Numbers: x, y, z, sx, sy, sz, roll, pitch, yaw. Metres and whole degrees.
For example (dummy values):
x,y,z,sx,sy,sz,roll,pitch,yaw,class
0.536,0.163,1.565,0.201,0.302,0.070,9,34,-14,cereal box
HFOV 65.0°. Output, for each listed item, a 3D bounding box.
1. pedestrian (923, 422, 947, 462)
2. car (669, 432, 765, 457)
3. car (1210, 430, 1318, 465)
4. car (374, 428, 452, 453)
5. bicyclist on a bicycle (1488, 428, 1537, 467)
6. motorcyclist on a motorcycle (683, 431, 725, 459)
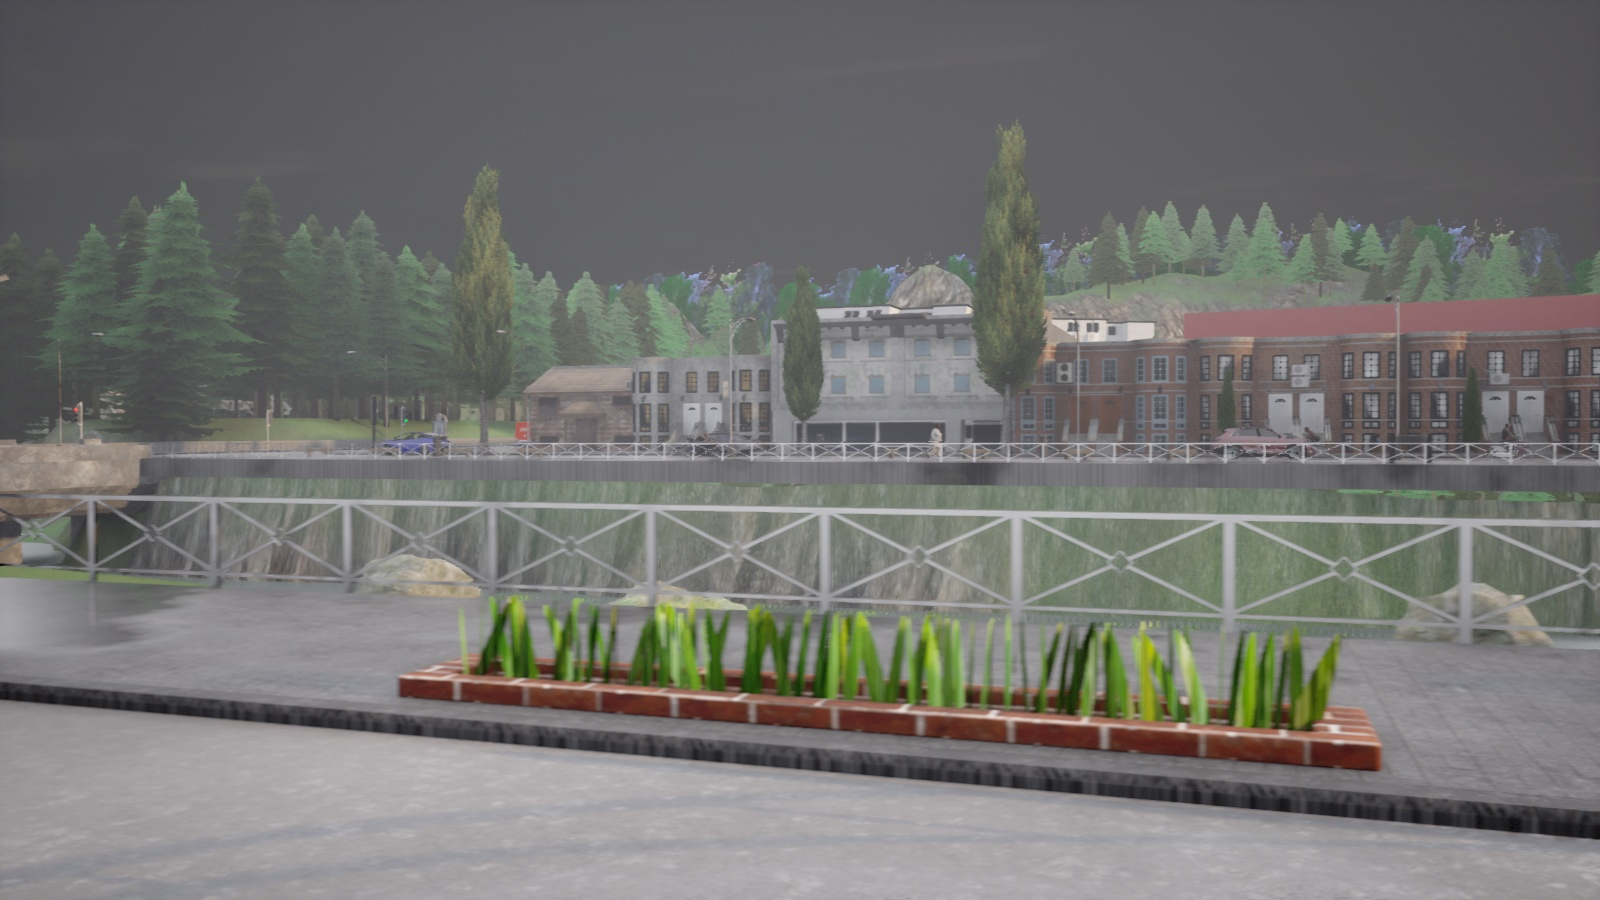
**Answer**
x,y,z,sx,sy,sz,roll,pitch,yaw,class
6.406,-0.390,59.482,0.900,1.855,0.874,1,1,23,pedestrian
-4.943,-0.338,74.670,5.357,1.411,2.033,1,1,19,car
22.543,-0.136,61.180,4.856,1.649,2.033,1,1,19,car
-25.129,-0.624,81.476,4.514,1.525,2.007,1,1,19,car
32.742,-0.103,57.741,1.843,1.776,0.659,0,1,19,bicyclist on a bicycle
-5.378,-0.287,70.596,2.191,1.530,0.866,1,1,19,motorcyclist on a motorcycle
